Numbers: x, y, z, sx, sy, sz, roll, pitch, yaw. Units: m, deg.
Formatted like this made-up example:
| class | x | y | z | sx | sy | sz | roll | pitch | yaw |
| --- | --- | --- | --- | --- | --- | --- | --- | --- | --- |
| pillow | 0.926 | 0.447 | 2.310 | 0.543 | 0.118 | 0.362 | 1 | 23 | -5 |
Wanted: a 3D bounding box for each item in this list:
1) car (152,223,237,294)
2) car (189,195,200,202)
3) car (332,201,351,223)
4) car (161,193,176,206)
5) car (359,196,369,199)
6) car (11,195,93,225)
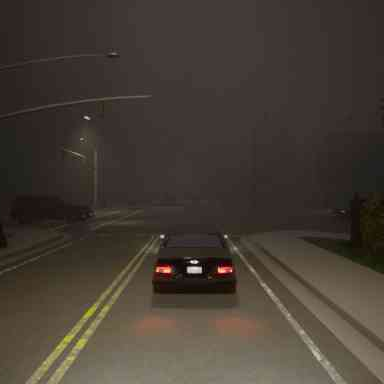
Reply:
| class | x | y | z | sx | sy | sz | roll | pitch | yaw |
| --- | --- | --- | --- | --- | --- | --- | --- | --- | --- |
| car | 0.054 | 1.547 | 8.913 | 2.033 | 1.411 | 5.357 | 0 | 0 | 0 |
| car | 0.564 | 1.524 | 78.927 | 1.812 | 1.442 | 4.674 | 0 | 0 | 12 |
| car | 12.771 | 1.513 | 24.553 | 4.674 | 1.442 | 1.812 | 0 | 0 | -1 |
| car | -3.713 | 1.221 | 53.947 | 2.150 | 2.045 | 5.566 | 0 | 0 | 0 |
| car | 20.133 | 1.306 | 38.833 | 4.553 | 1.767 | 2.097 | 0 | 0 | -1 |
| car | -10.175 | 1.273 | 24.308 | 5.566 | 2.045 | 2.150 | 0 | 0 | 0 |
